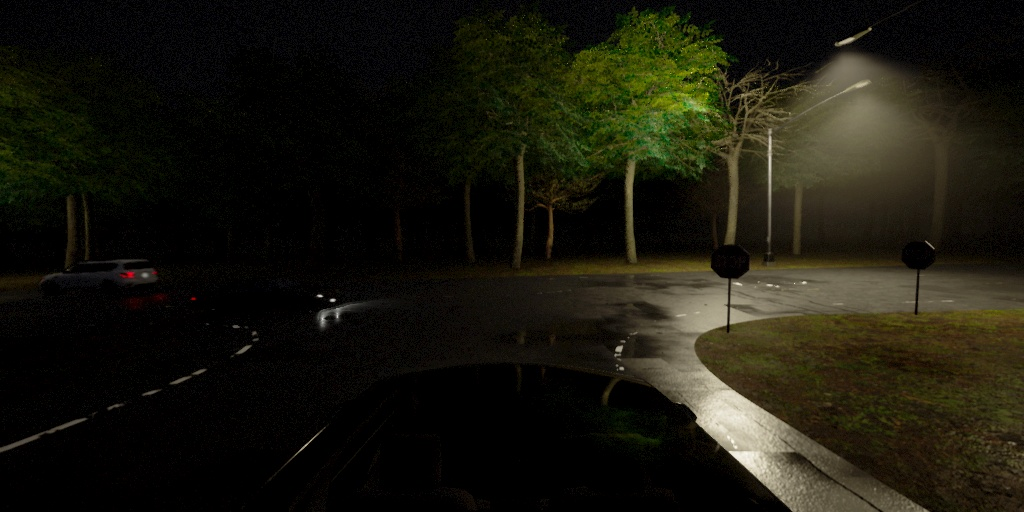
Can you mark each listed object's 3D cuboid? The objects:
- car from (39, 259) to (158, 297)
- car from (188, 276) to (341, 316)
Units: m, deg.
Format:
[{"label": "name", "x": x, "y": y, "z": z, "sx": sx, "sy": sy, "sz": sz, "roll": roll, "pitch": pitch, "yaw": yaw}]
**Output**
[{"label": "car", "x": -24.958, "y": 1.293, "z": 21.784, "sx": 5.566, "sy": 2.045, "sz": 2.150, "roll": -2, "pitch": 3, "yaw": 0}, {"label": "car", "x": -10.112, "y": 1.560, "z": 14.819, "sx": 5.357, "sy": 1.411, "sz": 2.033, "roll": -2, "pitch": 2, "yaw": 0}]
